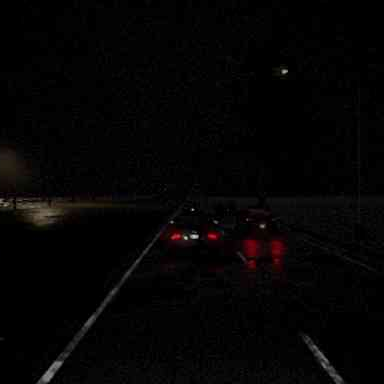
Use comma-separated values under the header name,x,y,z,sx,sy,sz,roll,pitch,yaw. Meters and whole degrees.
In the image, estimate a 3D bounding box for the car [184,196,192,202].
name,x,y,z,sx,sy,sz,roll,pitch,yaw
car,-1.114,1.990,94.079,2.097,1.767,4.553,0,0,0

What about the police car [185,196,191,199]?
name,x,y,z,sx,sy,sz,roll,pitch,yaw
police car,-1.106,2.026,84.219,1.930,1.638,5.238,0,0,0

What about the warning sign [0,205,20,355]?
name,x,y,z,sx,sy,sz,roll,pitch,yaw
warning sign,-3.060,1.110,4.114,1.300,1.860,1.060,0,0,0

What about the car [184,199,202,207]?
name,x,y,z,sx,sy,sz,roll,pitch,yaw
car,0.074,1.712,34.338,1.994,1.385,4.181,0,-1,0

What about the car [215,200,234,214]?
name,x,y,z,sx,sy,sz,roll,pitch,yaw
car,3.573,1.636,35.324,1.882,1.535,5.008,0,-1,0

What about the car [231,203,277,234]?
name,x,y,z,sx,sy,sz,roll,pitch,yaw
car,3.596,1.557,19.210,1.812,1.442,4.674,0,0,0

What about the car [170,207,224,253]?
name,x,y,z,sx,sy,sz,roll,pitch,yaw
car,0.086,1.556,13.624,2.033,1.411,5.357,0,0,0
